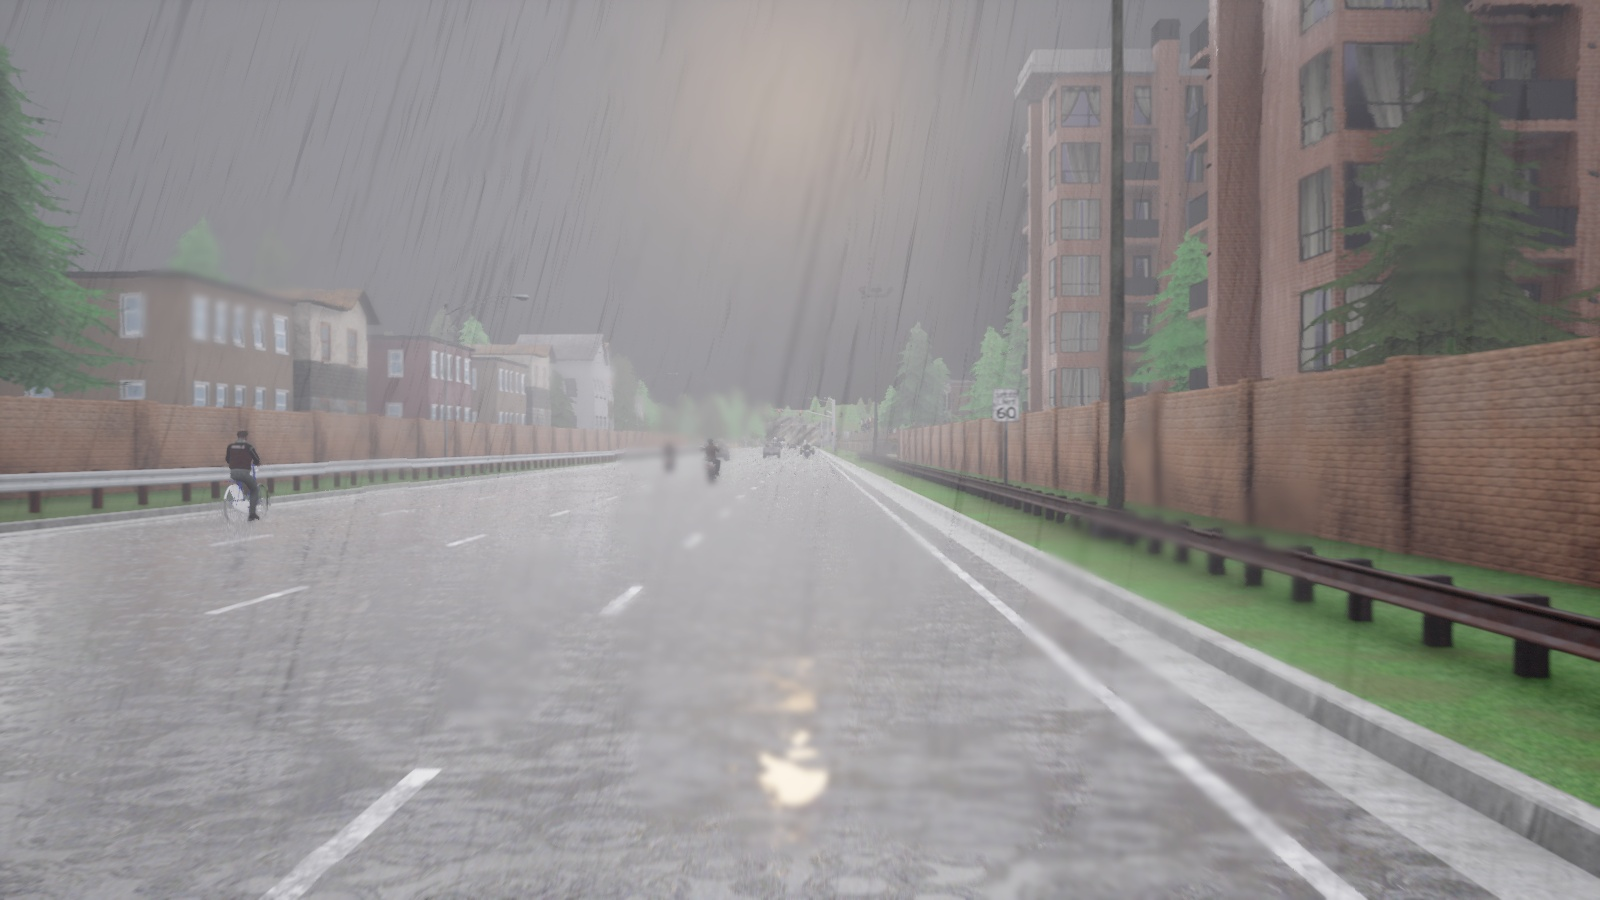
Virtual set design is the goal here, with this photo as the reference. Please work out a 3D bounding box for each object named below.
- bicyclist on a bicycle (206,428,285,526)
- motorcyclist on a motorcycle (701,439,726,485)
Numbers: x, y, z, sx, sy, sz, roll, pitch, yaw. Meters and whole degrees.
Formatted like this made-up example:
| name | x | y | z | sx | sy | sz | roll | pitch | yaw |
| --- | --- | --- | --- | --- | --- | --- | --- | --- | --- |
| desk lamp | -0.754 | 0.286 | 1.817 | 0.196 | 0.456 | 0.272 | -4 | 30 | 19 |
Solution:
| name | x | y | z | sx | sy | sz | roll | pitch | yaw |
| --- | --- | --- | --- | --- | --- | --- | --- | --- | --- |
| bicyclist on a bicycle | -10.351 | 0.477 | 23.520 | 0.659 | 1.776 | 1.843 | 0 | 1 | 0 |
| motorcyclist on a motorcycle | -3.219 | 0.432 | 46.759 | 0.766 | 1.649 | 2.350 | 0 | 0 | 0 |
